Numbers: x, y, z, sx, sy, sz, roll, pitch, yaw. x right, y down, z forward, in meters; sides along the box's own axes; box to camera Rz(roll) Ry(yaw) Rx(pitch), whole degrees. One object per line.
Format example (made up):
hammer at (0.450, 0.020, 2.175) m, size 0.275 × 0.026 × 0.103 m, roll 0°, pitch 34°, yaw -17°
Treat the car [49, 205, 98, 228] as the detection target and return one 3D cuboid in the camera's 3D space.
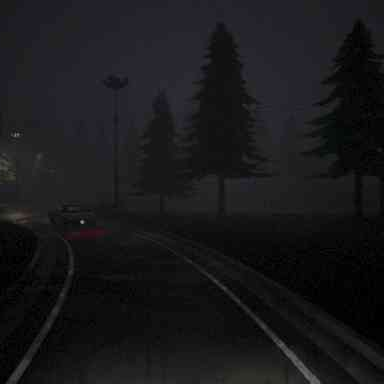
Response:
car at (-7.793, 1.487, 21.454) m, size 1.895 × 1.301 × 4.718 m, roll 0°, pitch 0°, yaw -36°
